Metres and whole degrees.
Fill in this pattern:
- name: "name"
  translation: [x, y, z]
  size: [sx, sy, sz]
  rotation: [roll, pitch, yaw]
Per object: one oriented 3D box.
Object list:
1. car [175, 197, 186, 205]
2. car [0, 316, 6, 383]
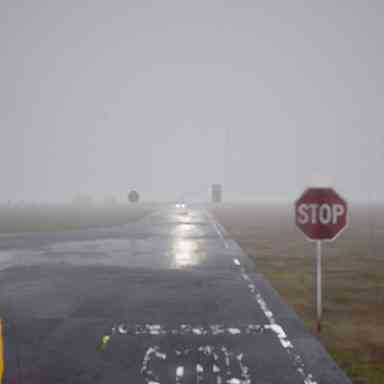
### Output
- name: "car"
  translation: [-2.249, 1.701, 65.438]
  size: [2.128, 1.511, 4.902]
  rotation: [0, 0, 0]
- name: "car"
  translation: [-2.746, 1.484, 1.136]
  size: [1.882, 1.535, 5.008]
  rotation: [0, 0, 0]
